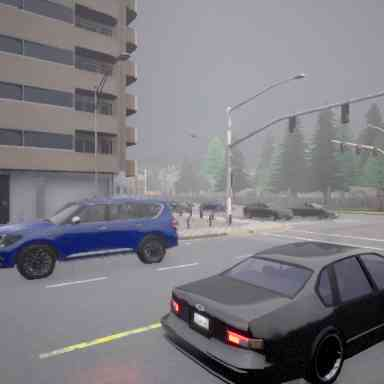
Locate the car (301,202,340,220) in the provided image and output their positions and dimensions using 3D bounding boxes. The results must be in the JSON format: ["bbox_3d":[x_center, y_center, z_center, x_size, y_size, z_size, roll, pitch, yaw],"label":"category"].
[{"bbox_3d":[10.206,1.578,28.474,1.812,1.442,4.674,0,0,-39],"label":"car"}]

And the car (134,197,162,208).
[{"bbox_3d":[-6.989,1.603,52.098,2.033,1.411,5.357,0,0,-36],"label":"car"}]

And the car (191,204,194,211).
[{"bbox_3d":[-1.675,1.561,38.697,1.837,1.490,4.892,0,0,-36],"label":"car"}]

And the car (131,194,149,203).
[{"bbox_3d":[-10.952,1.408,69.855,2.097,1.767,4.553,0,0,-36],"label":"car"}]

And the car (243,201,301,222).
[{"bbox_3d":[6.211,1.560,27.364,1.837,1.490,4.892,0,0,-31],"label":"car"}]

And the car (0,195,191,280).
[{"bbox_3d":[-3.039,1.221,10.280,5.566,2.045,2.150,0,0,-34],"label":"car"}]

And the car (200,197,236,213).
[{"bbox_3d":[2.975,1.406,38.225,2.097,1.767,4.553,0,0,-36],"label":"car"}]

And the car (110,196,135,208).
[{"bbox_3d":[-10.814,1.534,51.428,1.882,1.535,5.008,0,1,-35],"label":"car"}]

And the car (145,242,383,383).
[{"bbox_3d":[2.162,1.547,5.320,5.357,1.411,2.033,0,0,-35],"label":"car"}]

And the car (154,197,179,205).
[{"bbox_3d":[-4.743,1.603,61.283,2.033,1.411,5.357,0,0,-36],"label":"car"}]
